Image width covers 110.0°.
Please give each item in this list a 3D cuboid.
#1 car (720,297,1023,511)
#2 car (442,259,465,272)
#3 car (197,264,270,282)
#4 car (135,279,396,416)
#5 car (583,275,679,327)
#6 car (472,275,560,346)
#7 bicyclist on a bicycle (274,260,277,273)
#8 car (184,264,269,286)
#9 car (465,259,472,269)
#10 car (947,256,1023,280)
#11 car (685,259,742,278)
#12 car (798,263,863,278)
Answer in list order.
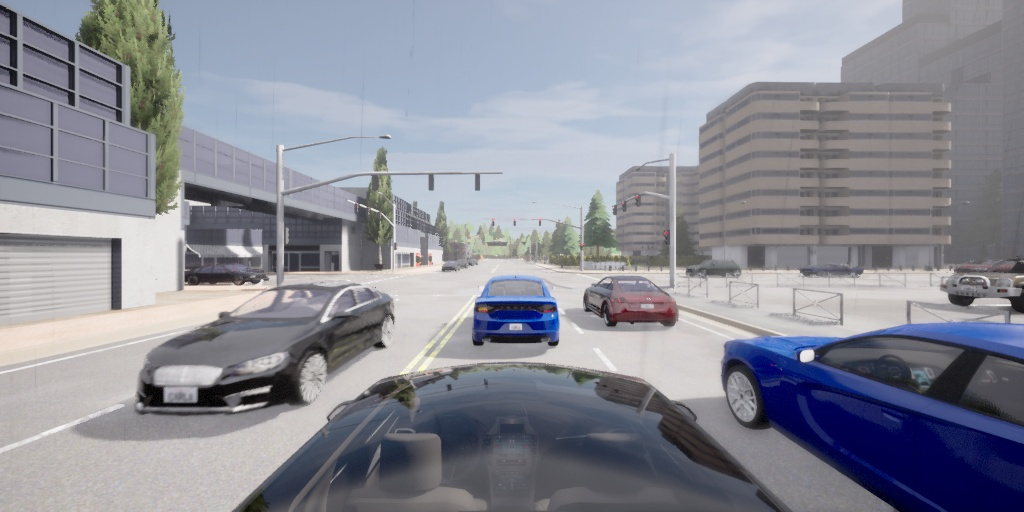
[{"bbox_3d":[3.603,1.228,2.594,1.882,1.535,5.008,0,0,0],"label":"car"},{"bbox_3d":[-7.838,1.296,46.882,2.033,1.411,5.357,0,0,0],"label":"car"},{"bbox_3d":[-21.818,1.313,28.233,4.181,1.385,1.994,0,0,-1],"label":"car"},{"bbox_3d":[-3.575,1.241,6.336,2.128,1.511,4.902,0,0,0],"label":"car"},{"bbox_3d":[3.603,1.314,11.578,1.994,1.385,4.181,0,0,0],"label":"car"},{"bbox_3d":[0.095,1.227,9.446,1.882,1.535,5.008,0,0,0],"label":"car"},{"bbox_3d":[-25.837,1.052,39.663,0.582,1.620,1.656,0,0,-1],"label":"bicyclist on a bicycle"},{"bbox_3d":[-19.937,1.297,24.758,5.357,1.411,2.033,0,0,-1],"label":"car"},{"bbox_3d":[-7.979,1.253,56.729,1.837,1.490,4.892,0,0,-1],"label":"car"},{"bbox_3d":[44.916,1.100,33.903,4.553,1.767,2.097,0,0,-1],"label":"car"},{"bbox_3d":[18.689,1.101,33.411,4.553,1.767,2.097,0,0,-1],"label":"car"},{"bbox_3d":[29.822,1.350,33.639,4.718,1.301,1.895,0,0,-1],"label":"car"}]
